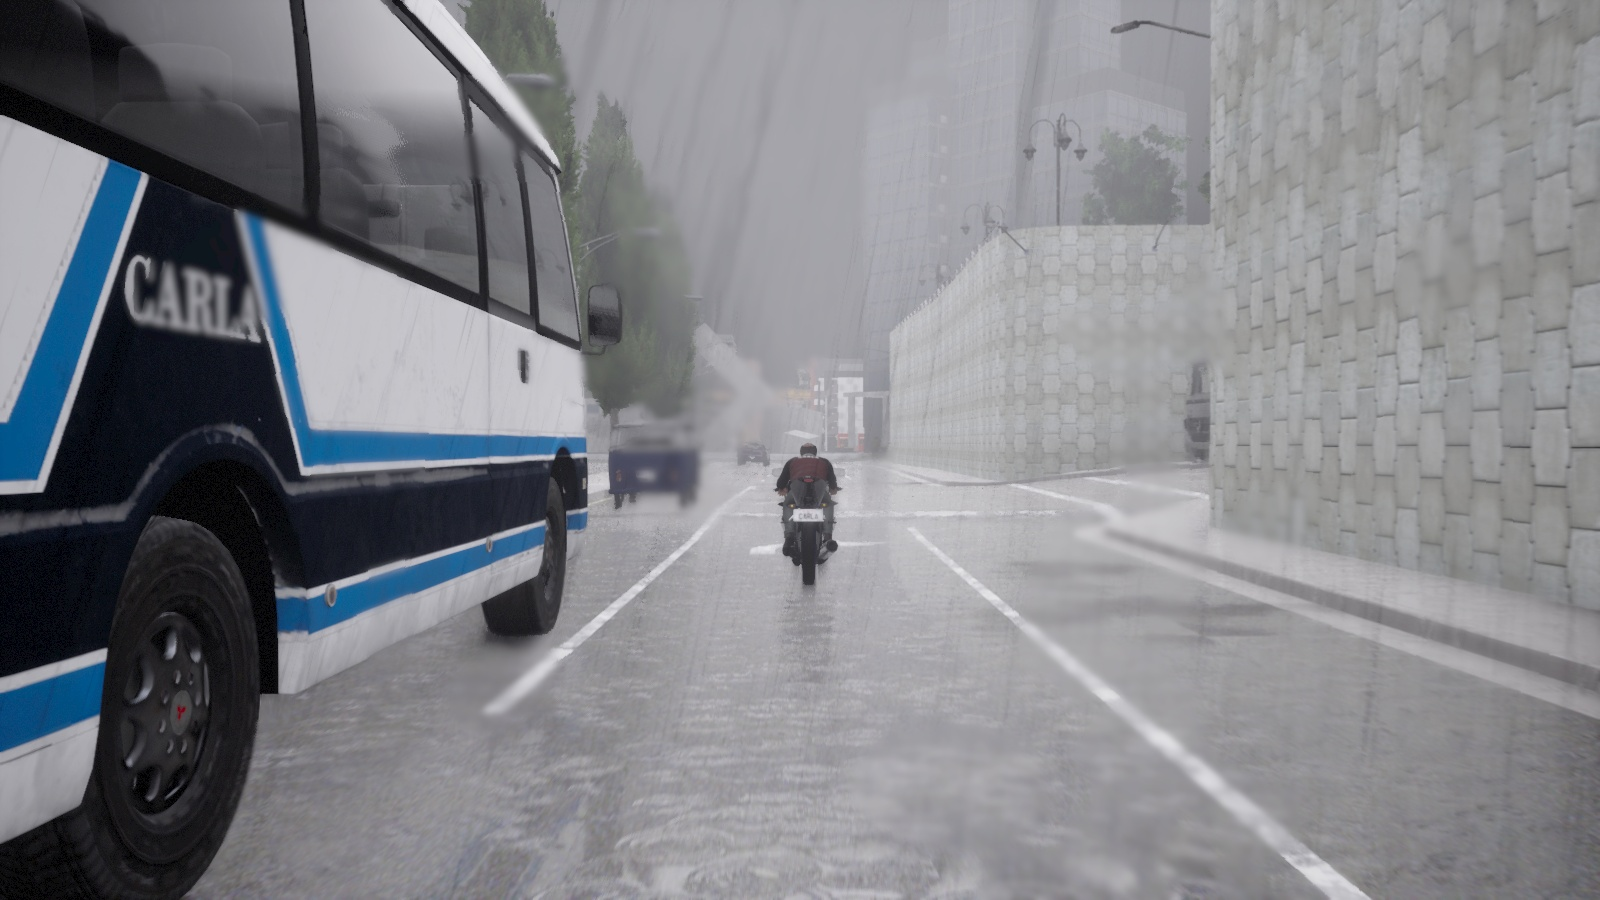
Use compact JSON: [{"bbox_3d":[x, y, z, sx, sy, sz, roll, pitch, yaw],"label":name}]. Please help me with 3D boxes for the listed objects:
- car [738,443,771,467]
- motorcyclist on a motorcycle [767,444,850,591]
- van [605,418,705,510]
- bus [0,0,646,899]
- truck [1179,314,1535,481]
[{"bbox_3d":[-2.921,0.299,81.329,1.816,1.474,4.193,0,0,2],"label":"car"},{"bbox_3d":[0.096,0.702,14.179,0.866,1.530,2.191,0,0,0],"label":"motorcyclist on a motorcycle"},{"bbox_3d":[-3.321,0.305,29.513,1.775,1.987,4.442,-1,0,0],"label":"van"},{"bbox_3d":[-3.446,-0.670,6.639,3.944,4.253,10.273,0,0,0],"label":"bus"},{"bbox_3d":[14.689,-1.354,33.628,7.936,3.462,2.891,-6,1,2],"label":"truck"}]
